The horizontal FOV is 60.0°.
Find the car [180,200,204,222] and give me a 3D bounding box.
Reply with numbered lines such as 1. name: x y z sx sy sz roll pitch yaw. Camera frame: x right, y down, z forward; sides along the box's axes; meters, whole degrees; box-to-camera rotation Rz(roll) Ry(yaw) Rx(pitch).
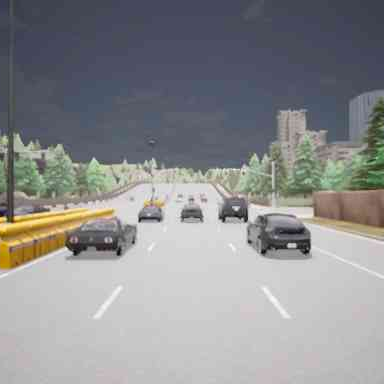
1. car: -0.004 1.778 29.068 1.837 1.490 4.892 0 0 0

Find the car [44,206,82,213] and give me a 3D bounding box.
1. car: -10.512 1.867 28.623 1.895 1.301 4.718 0 -1 0

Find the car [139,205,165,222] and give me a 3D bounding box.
1. car: -3.503 1.835 29.056 1.994 1.385 4.181 0 0 0

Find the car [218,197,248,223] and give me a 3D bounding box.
1. car: 3.491 1.484 28.778 2.150 2.045 5.566 0 0 0

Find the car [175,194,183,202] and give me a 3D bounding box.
1. car: -3.621 2.017 89.997 1.895 1.301 4.718 0 3 0

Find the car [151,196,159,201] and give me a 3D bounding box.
1. car: -10.649 1.823 94.658 2.128 1.511 4.902 0 3 0

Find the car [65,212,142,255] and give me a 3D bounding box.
1. car: -3.503 1.730 13.858 1.895 1.301 4.718 0 0 0

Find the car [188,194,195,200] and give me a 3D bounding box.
1. car: -0.121 1.901 89.982 1.882 1.535 5.008 0 3 0

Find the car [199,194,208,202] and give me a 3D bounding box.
1. car: 3.379 1.947 90.005 1.812 1.442 4.674 0 3 0

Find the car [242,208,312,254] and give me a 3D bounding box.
1. car: 3.501 1.639 14.057 1.837 1.490 4.892 0 0 0

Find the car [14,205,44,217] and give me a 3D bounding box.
1. car: -14.012 1.815 28.741 2.033 1.411 5.357 0 -1 0
